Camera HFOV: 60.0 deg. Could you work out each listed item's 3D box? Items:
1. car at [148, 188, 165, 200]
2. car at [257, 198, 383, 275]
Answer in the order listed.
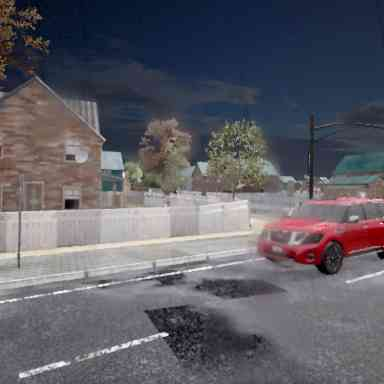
[{"bbox_3d":[-6.664,0.324,61.598,2.150,2.045,5.566,1,1,-21],"label":"car"},{"bbox_3d":[4.632,1.234,10.798,5.566,2.045,2.150,0,0,-35],"label":"car"}]
